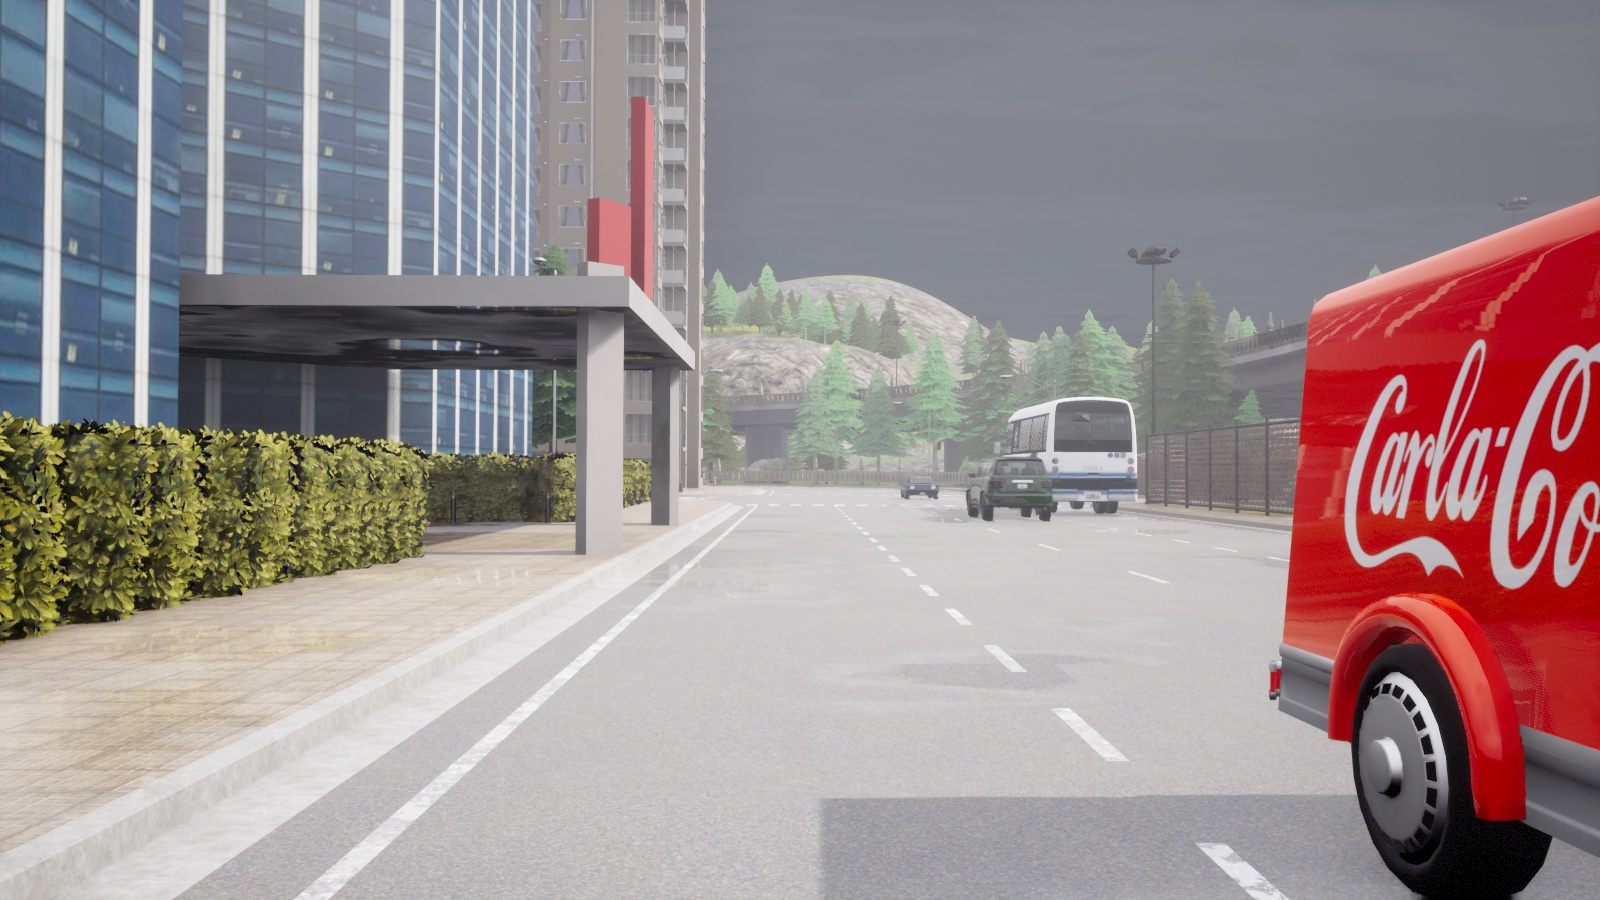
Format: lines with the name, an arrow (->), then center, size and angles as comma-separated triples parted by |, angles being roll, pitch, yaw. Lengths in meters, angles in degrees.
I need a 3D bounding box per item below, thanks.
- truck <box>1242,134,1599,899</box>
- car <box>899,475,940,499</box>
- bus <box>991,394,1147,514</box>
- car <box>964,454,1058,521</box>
truck -> 3.488, 0.373, 3.519 | 2.627, 2.467, 5.204 | 0, -1, 0
car -> 6.810, 2.096, 71.850 | 1.895, 1.301, 4.718 | 0, -1, 0
bus -> 10.362, 0.232, 49.859 | 3.944, 4.253, 10.273 | 0, -1, 0
car -> 6.888, 1.202, 41.570 | 2.150, 2.045, 5.566 | 0, -1, 0
